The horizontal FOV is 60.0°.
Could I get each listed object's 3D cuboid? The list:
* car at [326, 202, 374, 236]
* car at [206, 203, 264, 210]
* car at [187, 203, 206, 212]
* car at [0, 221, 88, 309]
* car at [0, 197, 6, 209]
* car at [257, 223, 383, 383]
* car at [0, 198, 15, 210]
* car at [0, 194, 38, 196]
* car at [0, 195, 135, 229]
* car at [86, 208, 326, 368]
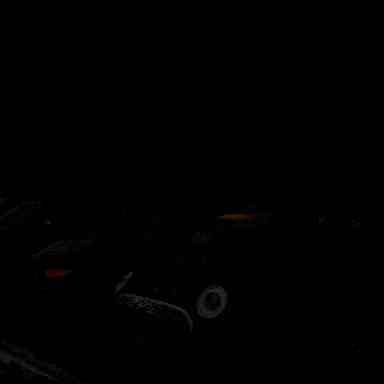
[{"bbox_3d":[7.901,1.352,17.014,2.185,1.767,4.553,0,0,35],"label":"car"},{"bbox_3d":[3.253,1.463,20.055,1.946,1.575,5.366,0,0,35],"label":"car"},{"bbox_3d":[1.102,1.462,21.821,2.231,1.521,4.892,0,0,35],"label":"car"},{"bbox_3d":[-1.615,1.513,7.691,2.002,1.452,4.674,0,0,35],"label":"car"},{"bbox_3d":[-26.162,1.396,41.207,2.097,1.535,5.008,0,0,35],"label":"car"},{"bbox_3d":[2.950,1.486,4.438,2.231,1.521,4.892,0,0,35],"label":"car"},{"bbox_3d":[-23.993,1.437,39.666,2.002,1.452,4.674,0,0,35],"label":"car"},{"bbox_3d":[-6.198,1.210,10.920,2.435,2.045,5.566,0,0,35],"label":"car"},{"bbox_3d":[-3.914,1.215,9.295,2.435,2.045,5.566,0,0,35],"label":"car"},{"bbox_3d":[0.689,1.353,6.093,2.185,1.767,4.553,0,0,35],"label":"car"}]
